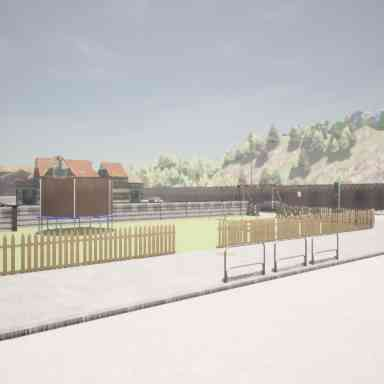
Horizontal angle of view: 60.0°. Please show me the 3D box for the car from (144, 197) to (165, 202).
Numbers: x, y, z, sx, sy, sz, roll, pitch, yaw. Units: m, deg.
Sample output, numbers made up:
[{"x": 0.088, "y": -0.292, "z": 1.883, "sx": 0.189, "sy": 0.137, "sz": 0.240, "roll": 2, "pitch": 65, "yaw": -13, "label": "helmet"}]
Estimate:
[{"x": -6.312, "y": 1.548, "z": 56.456, "sx": 2.033, "sy": 1.411, "sz": 5.357, "roll": 0, "pitch": 0, "yaw": -35, "label": "car"}]

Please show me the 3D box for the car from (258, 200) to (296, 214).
[{"x": 8.831, "y": 1.563, "z": 34.974, "sx": 1.994, "sy": 1.385, "sz": 4.181, "roll": 0, "pitch": 0, "yaw": -35, "label": "car"}]
